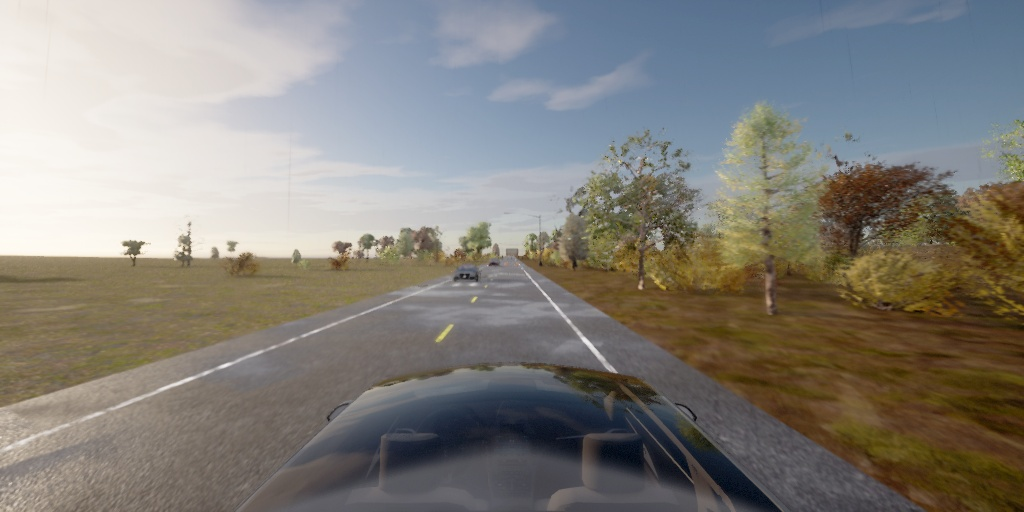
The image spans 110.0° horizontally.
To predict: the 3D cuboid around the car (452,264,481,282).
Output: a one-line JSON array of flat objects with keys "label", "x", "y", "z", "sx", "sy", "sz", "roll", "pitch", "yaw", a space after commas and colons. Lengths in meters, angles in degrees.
[{"label": "car", "x": -3.598, "y": 1.366, "z": 29.197, "sx": 1.994, "sy": 1.385, "sz": 4.181, "roll": 0, "pitch": 0, "yaw": 0}]
